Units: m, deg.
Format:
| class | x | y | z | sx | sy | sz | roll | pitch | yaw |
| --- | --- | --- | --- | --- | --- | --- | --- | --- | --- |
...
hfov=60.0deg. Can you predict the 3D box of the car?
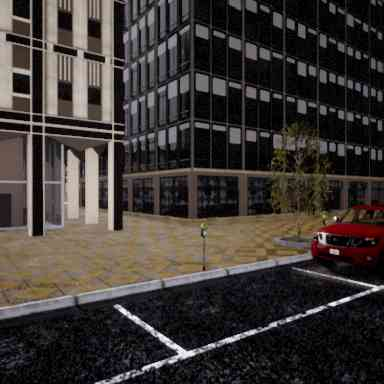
| class | x | y | z | sx | sy | sz | roll | pitch | yaw |
| --- | --- | --- | --- | --- | --- | --- | --- | --- | --- |
| car | 5.917 | 1.312 | 10.516 | 5.009 | 1.841 | 2.192 | 0 | 0 | -36 |
